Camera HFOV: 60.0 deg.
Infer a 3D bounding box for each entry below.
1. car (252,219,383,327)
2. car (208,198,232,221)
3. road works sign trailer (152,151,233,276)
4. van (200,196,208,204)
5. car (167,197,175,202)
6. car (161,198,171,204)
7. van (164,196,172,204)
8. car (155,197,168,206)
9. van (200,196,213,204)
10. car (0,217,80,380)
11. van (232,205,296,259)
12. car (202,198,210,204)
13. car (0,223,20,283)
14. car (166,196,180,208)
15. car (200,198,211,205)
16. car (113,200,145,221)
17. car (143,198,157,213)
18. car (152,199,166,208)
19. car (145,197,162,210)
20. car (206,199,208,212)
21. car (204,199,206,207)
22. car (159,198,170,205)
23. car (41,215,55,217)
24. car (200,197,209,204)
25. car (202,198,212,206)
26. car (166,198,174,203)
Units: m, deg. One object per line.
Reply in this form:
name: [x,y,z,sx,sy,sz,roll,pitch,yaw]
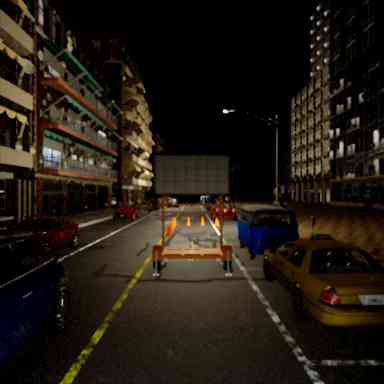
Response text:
car: [2.692,1.562,7.192,1.752,1.417,4.829,0,0,0]
car: [2.714,1.597,29.128,1.967,1.590,4.097,0,0,0]
road works sign trailer: [0.009,0.518,10.554,2.380,3.560,2.880,0,0,0]
van: [2.766,1.809,78.869,1.690,1.788,3.998,0,0,0]
car: [-5.601,2.126,89.928,1.802,1.307,4.206,0,0,0]
car: [-5.618,1.975,73.349,1.887,1.381,4.507,0,0,0]
van: [-5.614,1.809,78.878,1.690,1.788,3.998,0,0,0]
car: [-5.630,1.797,62.296,1.967,1.590,4.097,0,0,0]
van: [2.743,1.663,56.762,1.690,1.788,3.998,0,0,0]
car: [-3.099,1.371,3.724,2.097,1.767,4.553,0,0,0]
van: [2.696,1.406,12.549,1.690,1.788,3.998,0,0,0]
car: [2.732,1.836,45.707,1.802,1.307,4.206,0,0,0]
car: [-5.689,1.560,6.862,1.752,1.417,4.829,0,0,0]
car: [-2.948,1.851,53.873,2.033,1.411,5.357,0,0,0]
car: [2.756,1.959,67.814,1.947,1.339,4.313,0,0,0]
car: [-5.665,1.701,29.137,1.887,1.381,4.507,0,0,0]
car: [-5.654,1.745,40.021,1.752,1.417,4.829,0,0,0]
car: [-5.636,1.873,56.771,2.008,1.369,4.403,0,0,0]
car: [-5.650,1.569,45.718,2.192,1.841,5.009,0,0,0]
car: [2.721,1.715,34.825,1.752,1.417,4.829,0,0,0]
car: [2.727,1.803,40.182,1.802,1.307,4.206,0,0,0]
car: [-5.624,1.959,67.823,1.947,1.339,4.313,0,0,0]
car: [-5.683,1.609,12.557,1.887,1.381,4.507,0,0,0]
car: [2.761,1.871,73.341,1.967,1.590,4.097,0,0,0]
car: [2.750,1.884,62.457,1.752,1.417,4.829,0,0,0]
car: [-5.607,2.088,84.402,1.802,1.307,4.206,0,0,0]
